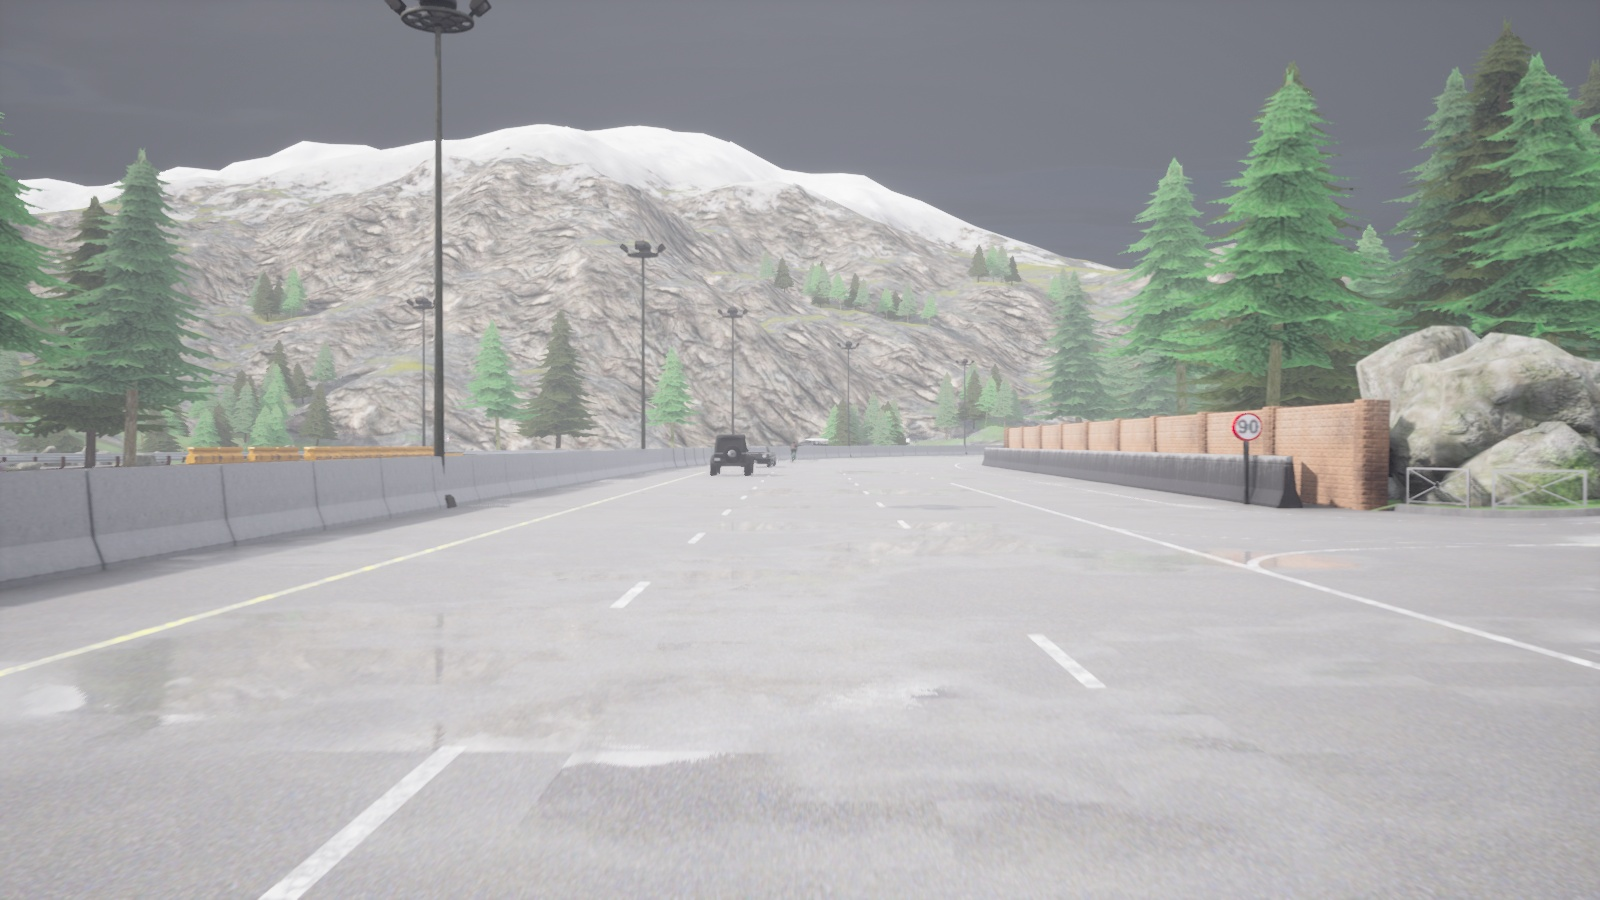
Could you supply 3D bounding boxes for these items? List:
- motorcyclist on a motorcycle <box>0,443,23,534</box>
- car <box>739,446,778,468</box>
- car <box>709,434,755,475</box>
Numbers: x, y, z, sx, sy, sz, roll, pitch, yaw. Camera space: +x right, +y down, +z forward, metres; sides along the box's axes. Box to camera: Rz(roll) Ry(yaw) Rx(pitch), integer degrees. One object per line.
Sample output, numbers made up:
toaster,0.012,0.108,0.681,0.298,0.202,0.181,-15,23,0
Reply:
motorcyclist on a motorcycle,-13.868,0.654,20.619,0.866,1.530,2.191,0,0,0
car,-2.538,0.405,77.978,1.895,1.301,4.718,0,0,5
car,-3.151,0.207,58.672,1.905,1.878,3.866,0,0,0
